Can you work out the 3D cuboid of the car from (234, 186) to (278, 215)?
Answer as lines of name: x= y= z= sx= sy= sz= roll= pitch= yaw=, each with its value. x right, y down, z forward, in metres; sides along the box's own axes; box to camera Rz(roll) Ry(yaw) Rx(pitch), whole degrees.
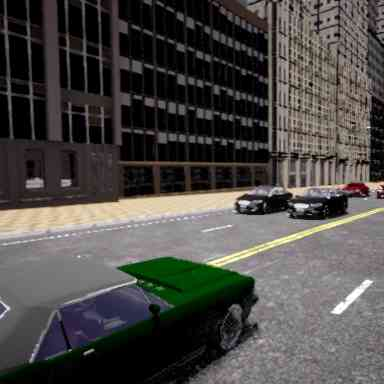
car: x=4.461 y=0.430 z=20.111 sx=2.128 sy=1.511 sz=4.902 roll=2 pitch=4 yaw=42

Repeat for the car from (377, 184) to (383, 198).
car: x=19.356 y=-0.336 z=31.911 sx=2.097 sy=1.767 sz=4.553 roll=2 pitch=4 yaw=42

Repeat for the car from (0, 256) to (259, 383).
car: x=-1.175 y=1.442 z=3.729 sx=1.895 sy=1.301 sz=4.718 roll=3 pitch=4 yaw=42

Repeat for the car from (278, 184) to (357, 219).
car: x=6.897 y=0.525 z=17.963 sx=2.128 sy=1.511 sz=4.902 roll=2 pitch=4 yaw=42

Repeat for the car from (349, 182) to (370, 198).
car: x=16.585 y=-0.238 z=33.695 sx=1.812 sy=1.442 sz=4.674 roll=2 pitch=4 yaw=42
